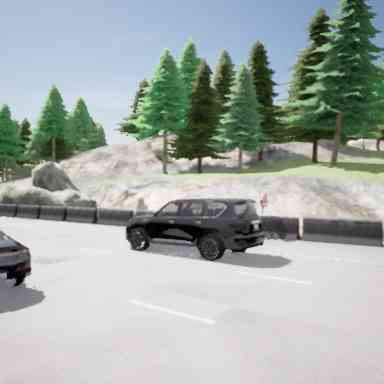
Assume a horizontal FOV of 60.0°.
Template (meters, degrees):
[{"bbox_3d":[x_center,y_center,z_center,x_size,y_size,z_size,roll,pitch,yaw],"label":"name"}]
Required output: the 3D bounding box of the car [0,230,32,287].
[{"bbox_3d":[-5.896,1.541,8.202,4.902,1.511,2.128,0,0,36],"label":"car"}]

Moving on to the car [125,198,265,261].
[{"bbox_3d":[-0.043,1.260,12.624,5.566,2.045,2.150,0,0,36],"label":"car"}]
